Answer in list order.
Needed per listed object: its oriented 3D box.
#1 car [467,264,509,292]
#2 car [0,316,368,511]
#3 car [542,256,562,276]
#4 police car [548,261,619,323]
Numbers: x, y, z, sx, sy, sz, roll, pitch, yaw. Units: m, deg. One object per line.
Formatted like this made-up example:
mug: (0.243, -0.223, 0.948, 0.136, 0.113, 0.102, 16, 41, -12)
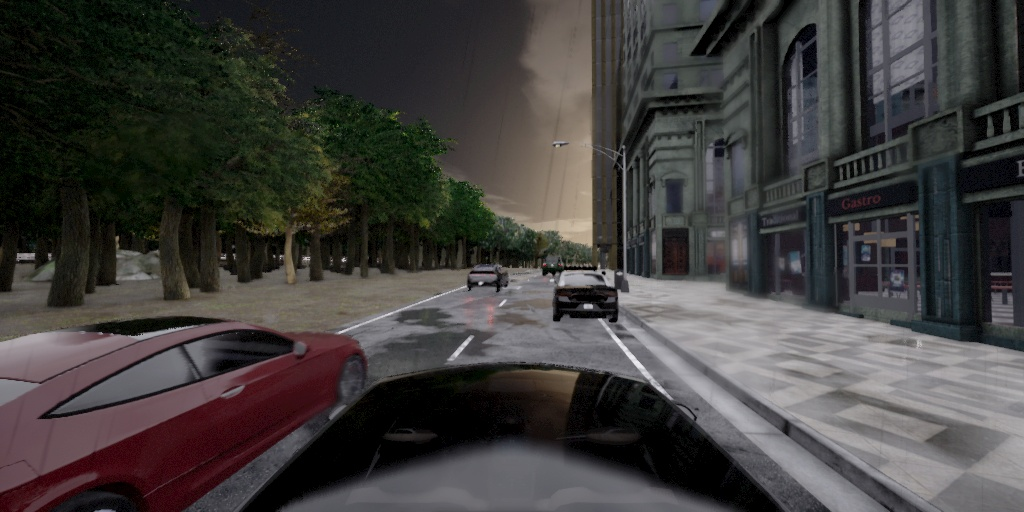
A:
car: (-1.328, 1.222, 21.121, 2.128, 1.511, 4.902, 0, 0, 7)
car: (-3.108, 1.276, 3.240, 1.812, 1.442, 4.674, 0, 0, 4)
car: (4.448, 1.061, 38.205, 2.150, 2.045, 5.566, 0, -1, 10)
police car: (2.326, 1.159, 12.290, 1.930, 1.638, 5.238, 0, 0, 6)
